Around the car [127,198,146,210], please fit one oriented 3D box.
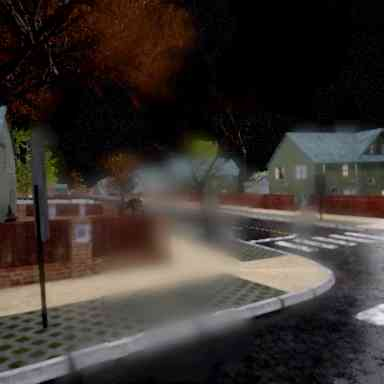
[{"bbox_3d":[-7.769,1.680,46.089,1.837,1.490,4.892,-3,1,-21],"label":"car"}]
